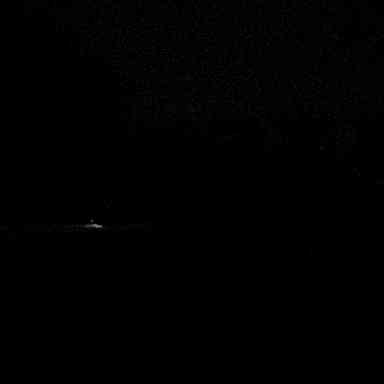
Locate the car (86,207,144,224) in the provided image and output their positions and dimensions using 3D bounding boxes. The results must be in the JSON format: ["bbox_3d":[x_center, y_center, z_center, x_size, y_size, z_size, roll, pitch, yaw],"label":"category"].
[{"bbox_3d":[-6.576,2.060,29.194,2.033,1.411,5.357,-2,-4,36],"label":"car"}]
